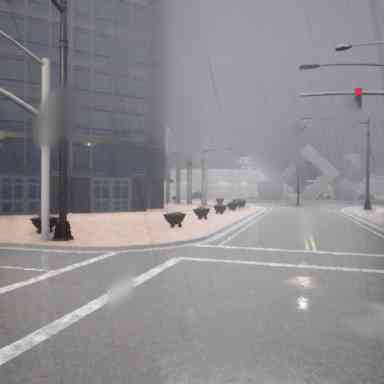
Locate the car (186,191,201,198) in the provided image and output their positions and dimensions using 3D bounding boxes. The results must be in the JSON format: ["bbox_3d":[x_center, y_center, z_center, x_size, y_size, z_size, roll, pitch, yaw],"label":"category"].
[{"bbox_3d":[1.139,0.870,89.835,5.566,2.045,2.150,0,0,8],"label":"car"}]
